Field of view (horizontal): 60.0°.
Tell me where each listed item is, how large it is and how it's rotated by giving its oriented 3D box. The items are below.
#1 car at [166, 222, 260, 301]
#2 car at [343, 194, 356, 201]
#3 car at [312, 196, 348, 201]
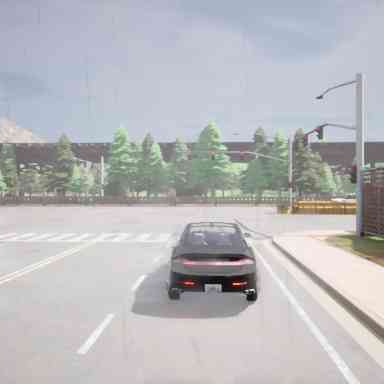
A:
[{"bbox_3d":[0.503,1.492,8.331,2.128,1.511,4.902,0,0,3],"label":"car"},{"bbox_3d":[19.800,1.222,41.304,5.566,2.045,2.150,0,0,2],"label":"car"},{"bbox_3d":[14.520,1.491,37.917,4.902,1.511,2.128,0,0,1],"label":"car"}]
